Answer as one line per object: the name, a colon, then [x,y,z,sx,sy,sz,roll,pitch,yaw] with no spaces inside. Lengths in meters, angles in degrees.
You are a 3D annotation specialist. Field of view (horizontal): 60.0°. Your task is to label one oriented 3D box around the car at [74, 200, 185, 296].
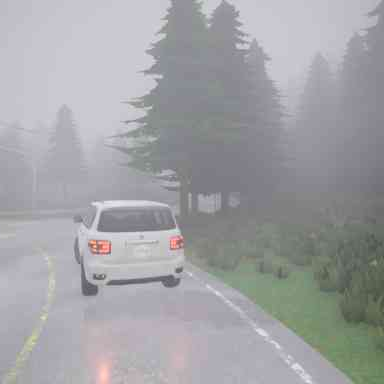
car: [-1.917,1.221,9.031,2.150,2.045,5.566,0,0,-20]
